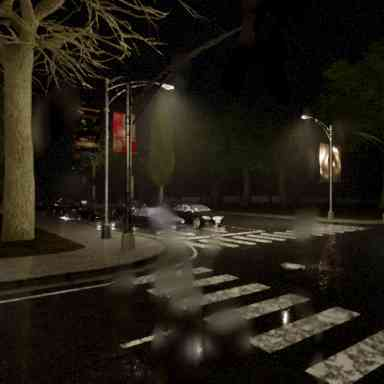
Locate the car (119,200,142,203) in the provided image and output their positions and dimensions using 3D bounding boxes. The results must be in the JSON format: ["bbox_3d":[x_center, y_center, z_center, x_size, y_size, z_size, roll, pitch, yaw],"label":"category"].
[{"bbox_3d":[-5.290,1.468,29.738,2.097,1.767,4.553,0,0,-36],"label":"car"}]

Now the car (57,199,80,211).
[{"bbox_3d":[-17.117,1.768,46.075,1.812,1.442,4.674,0,-1,-36],"label":"car"}]

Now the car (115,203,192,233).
[{"bbox_3d":[-2.543,1.609,20.427,2.033,1.411,5.357,0,0,-36],"label":"car"}]

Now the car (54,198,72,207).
[{"bbox_3d":[-23.703,1.899,60.932,1.837,1.490,4.892,0,-1,-36],"label":"car"}]

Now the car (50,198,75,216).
[{"bbox_3d":[-13.179,1.662,35.066,1.837,1.490,4.892,0,0,-36],"label":"car"}]

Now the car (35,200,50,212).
[{"bbox_3d":[-19.048,1.789,43.193,1.994,1.385,4.181,0,-1,-35],"label":"car"}]

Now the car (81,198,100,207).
[{"bbox_3d":[-17.758,1.871,58.229,1.812,1.442,4.674,0,0,-36],"label":"car"}]

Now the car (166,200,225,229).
[{"bbox_3d":[0.132,1.561,22.297,2.128,1.511,4.902,0,0,-36],"label":"car"}]

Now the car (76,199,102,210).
[{"bbox_3d":[-15.384,1.810,49.478,2.033,1.411,5.357,0,-1,-36],"label":"car"}]

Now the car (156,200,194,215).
[{"bbox_3d":[-1.940,1.656,36.522,1.837,1.490,4.892,0,0,-36],"label":"car"}]

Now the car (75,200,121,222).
[{"bbox_3d":[-7.976,1.672,27.903,1.994,1.385,4.181,0,0,-36],"label":"car"}]
